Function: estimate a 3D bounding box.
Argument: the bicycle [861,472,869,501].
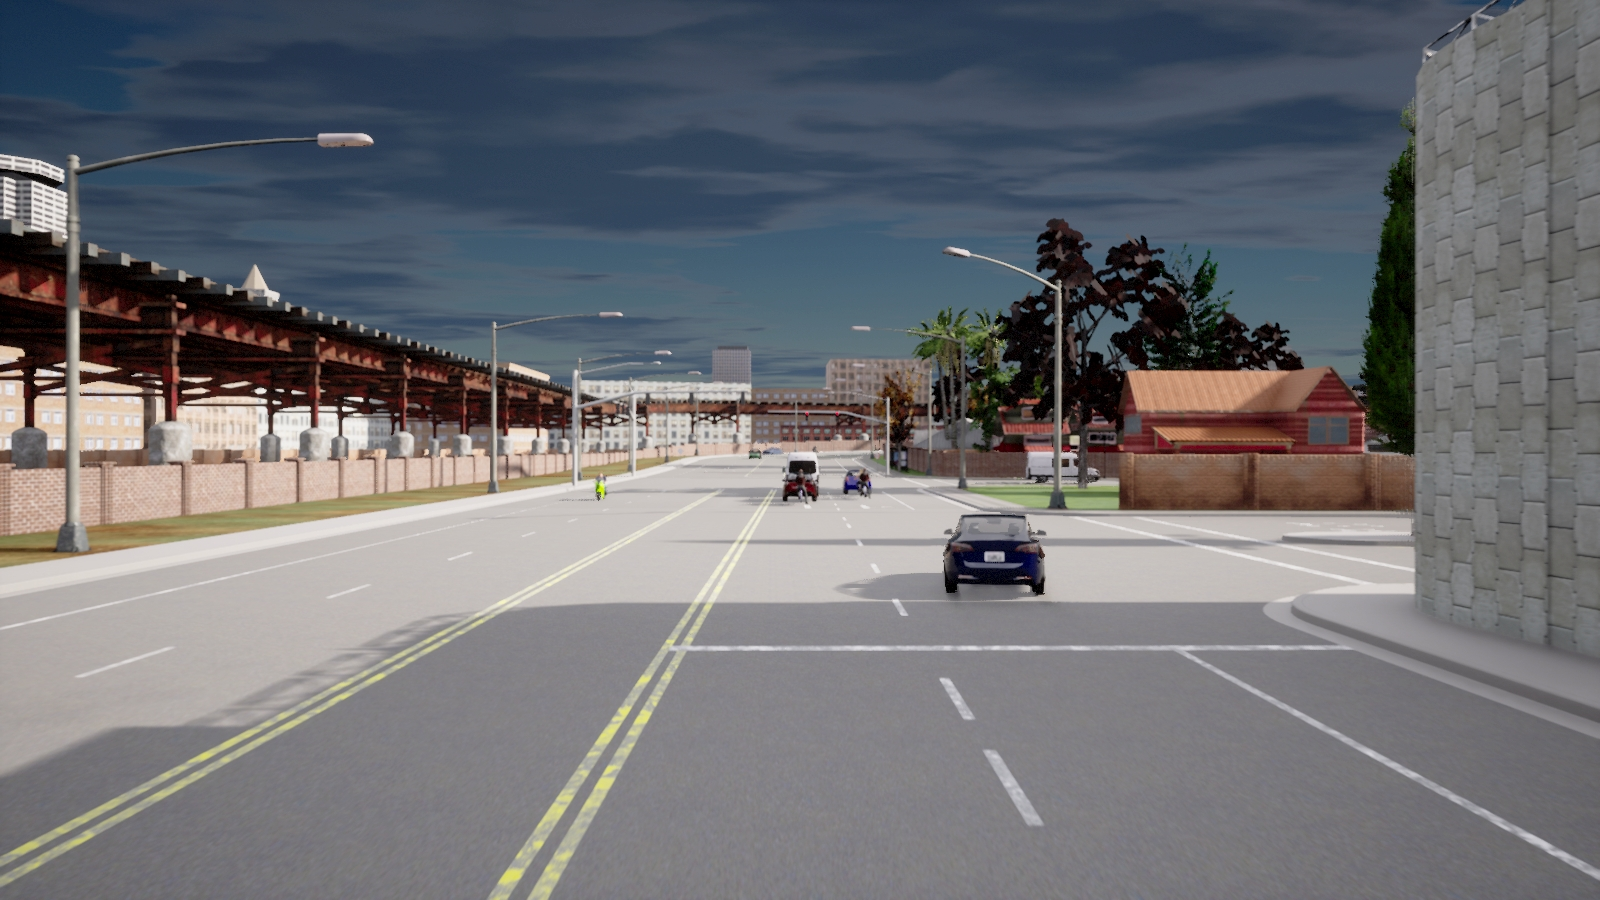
[{"bbox_3d":[3.541,1.962,62.309,0.329,1.496,1.835,0,0,0],"label":"bicycle"}]

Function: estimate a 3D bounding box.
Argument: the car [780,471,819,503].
[{"bbox_3d":[-0.006,1.947,61.233,2.007,1.525,4.514,0,0,0],"label":"car"}]

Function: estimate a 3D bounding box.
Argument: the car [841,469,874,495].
[{"bbox_3d":[3.502,1.940,70.533,1.845,1.501,3.633,0,0,0],"label":"car"}]

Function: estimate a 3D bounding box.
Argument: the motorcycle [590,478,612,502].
[{"bbox_3d":[-10.467,2.097,60.230,0.803,1.145,2.033,0,0,0],"label":"motorcycle"}]

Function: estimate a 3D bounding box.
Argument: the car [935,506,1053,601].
[{"bbox_3d":[4.000,2.035,23.625,2.163,1.488,4.792,0,0,10],"label":"car"}]

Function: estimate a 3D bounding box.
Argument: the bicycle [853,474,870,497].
[{"bbox_3d":[3.532,2.054,65.938,0.859,1.301,1.487,0,0,-1],"label":"bicycle"}]

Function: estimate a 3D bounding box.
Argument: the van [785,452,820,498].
[{"bbox_3d":[0.104,1.431,68.212,1.988,2.561,5.915,0,0,-1],"label":"van"}]

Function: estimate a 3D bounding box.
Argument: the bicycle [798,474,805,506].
[{"bbox_3d":[0.079,1.960,56.027,0.329,1.496,1.835,-1,0,0],"label":"bicycle"}]
